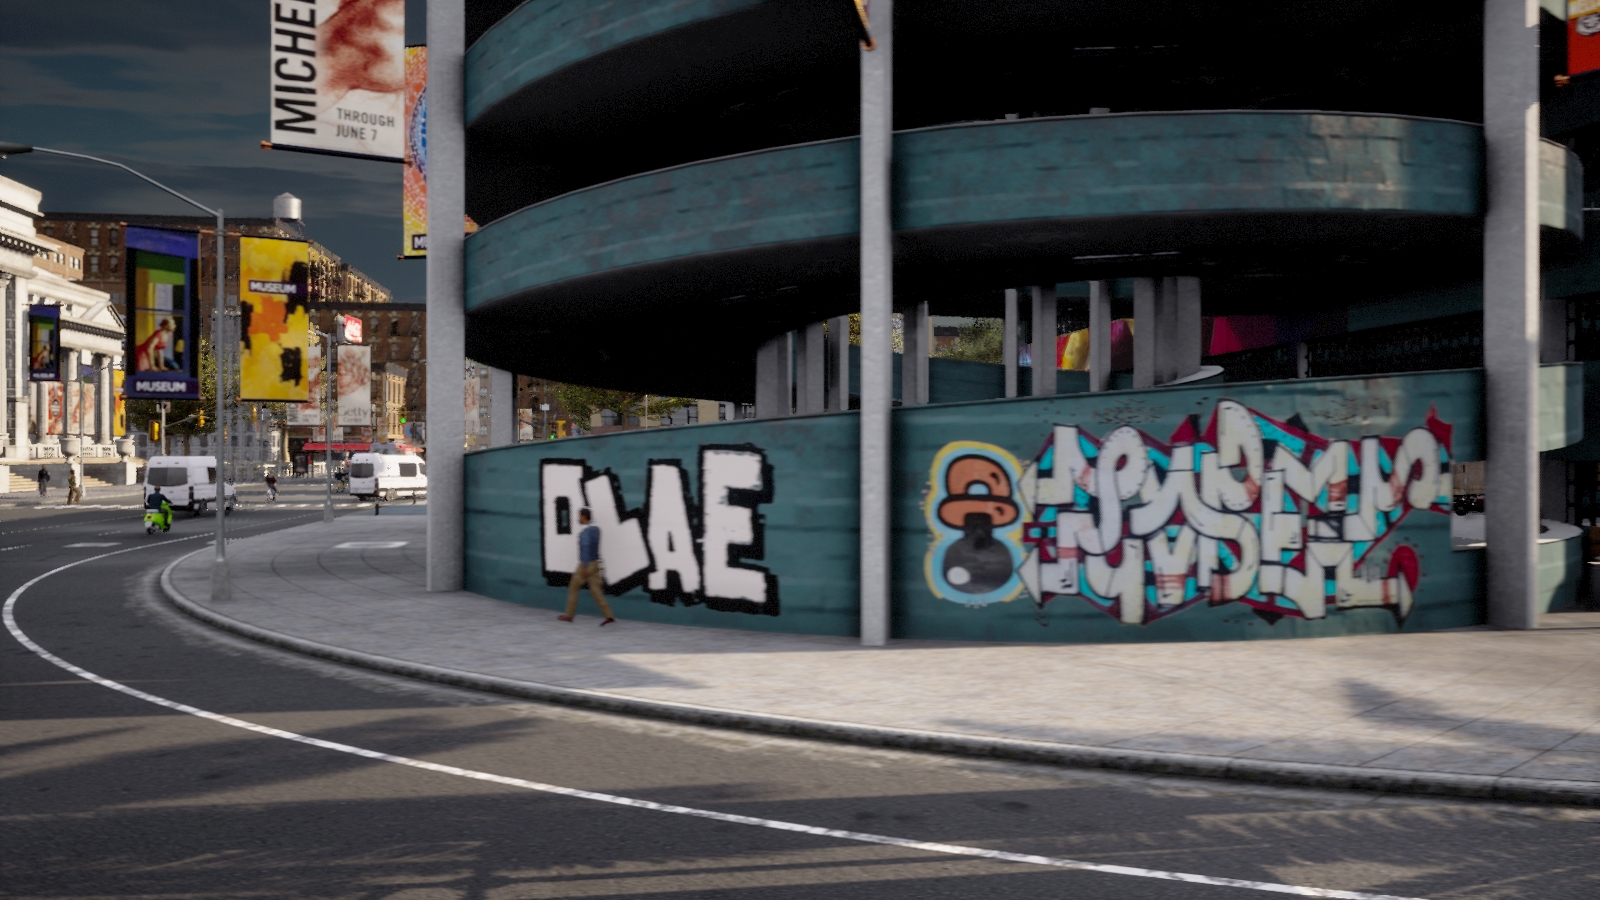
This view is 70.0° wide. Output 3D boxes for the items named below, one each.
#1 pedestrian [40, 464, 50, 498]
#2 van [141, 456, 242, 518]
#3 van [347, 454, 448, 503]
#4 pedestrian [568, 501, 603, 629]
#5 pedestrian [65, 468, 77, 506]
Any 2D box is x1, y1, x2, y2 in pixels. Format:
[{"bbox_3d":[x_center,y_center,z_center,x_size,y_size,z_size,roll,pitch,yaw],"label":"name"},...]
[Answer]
[{"bbox_3d":[-41.427,1.710,62.675,0.375,1.860,0.375,0,0,-13],"label":"pedestrian"},{"bbox_3d":[-26.708,1.546,50.407,1.988,2.561,5.915,0,0,-8],"label":"van"},{"bbox_3d":[-22.568,1.550,64.343,1.988,2.561,5.915,-1,0,21],"label":"van"},{"bbox_3d":[-3.191,1.701,17.012,0.375,1.860,0.375,0,0,24],"label":"pedestrian"},{"bbox_3d":[-36.571,1.861,57.322,0.375,1.860,0.375,0,0,4],"label":"pedestrian"}]
